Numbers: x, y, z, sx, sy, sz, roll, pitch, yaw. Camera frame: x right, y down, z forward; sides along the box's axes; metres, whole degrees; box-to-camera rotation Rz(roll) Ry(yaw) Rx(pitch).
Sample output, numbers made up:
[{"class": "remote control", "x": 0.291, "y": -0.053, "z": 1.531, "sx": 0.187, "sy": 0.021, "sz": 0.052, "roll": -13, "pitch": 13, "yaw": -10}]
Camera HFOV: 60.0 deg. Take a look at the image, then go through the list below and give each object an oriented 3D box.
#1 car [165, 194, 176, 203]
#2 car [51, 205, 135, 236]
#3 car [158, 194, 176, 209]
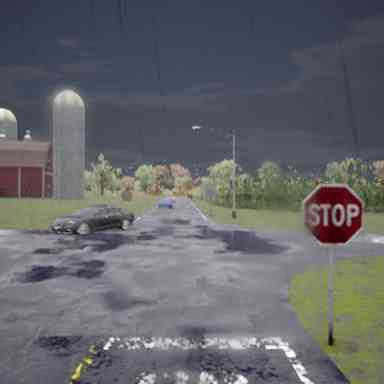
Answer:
[{"class": "car", "x": -4.380, "y": 1.239, "z": 68.057, "sx": 2.097, "sy": 1.767, "sz": 4.553, "roll": 0, "pitch": 0, "yaw": -2}, {"class": "car", "x": -5.224, "y": 1.492, "z": 18.149, "sx": 1.837, "sy": 1.490, "sz": 4.892, "roll": 1, "pitch": 1, "yaw": 34}, {"class": "car", "x": -3.453, "y": 1.447, "z": 43.849, "sx": 1.882, "sy": 1.535, "sz": 5.008, "roll": 0, "pitch": 1, "yaw": -2}]
